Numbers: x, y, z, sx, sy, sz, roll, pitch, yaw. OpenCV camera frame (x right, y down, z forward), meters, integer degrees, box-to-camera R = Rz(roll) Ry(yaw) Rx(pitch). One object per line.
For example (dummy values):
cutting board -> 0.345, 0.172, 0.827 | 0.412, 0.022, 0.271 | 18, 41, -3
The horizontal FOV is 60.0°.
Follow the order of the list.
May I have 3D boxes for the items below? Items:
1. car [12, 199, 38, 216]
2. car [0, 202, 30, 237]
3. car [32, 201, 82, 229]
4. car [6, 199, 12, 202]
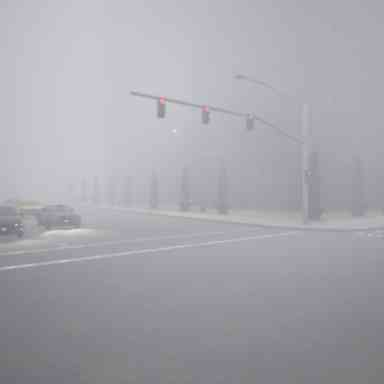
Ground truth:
car -> -14.174, 1.425, 29.125 | 1.882, 1.535, 5.008 | 0, 0, -35
car -> -9.983, 1.467, 17.178 | 1.837, 1.490, 4.892 | 0, 0, -36
car -> -8.512, 1.513, 21.127 | 1.994, 1.385, 4.181 | 0, 0, -36
car -> -20.120, 1.494, 37.650 | 2.033, 1.411, 5.357 | 0, 0, -35
